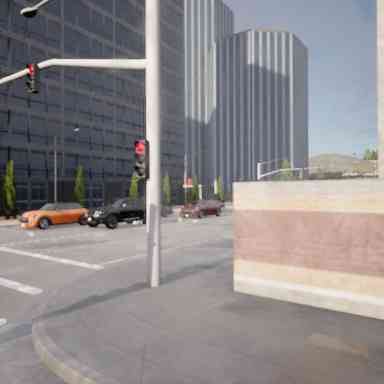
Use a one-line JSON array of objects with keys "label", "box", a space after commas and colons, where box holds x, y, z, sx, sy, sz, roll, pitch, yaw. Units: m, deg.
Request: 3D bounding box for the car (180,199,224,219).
[{"label": "car", "box": [0.843, 1.508, 31.293, 2.097, 1.767, 4.553, 0, 0, 36]}]

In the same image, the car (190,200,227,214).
[{"label": "car", "box": [2.008, 1.681, 38.902, 1.837, 1.490, 4.892, 0, 0, 36]}]

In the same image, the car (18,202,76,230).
[{"label": "car", "box": [-9.438, 1.530, 22.973, 2.097, 1.767, 4.553, 0, 0, 36]}]

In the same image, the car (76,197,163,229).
[{"label": "car", "box": [-4.883, 1.378, 23.322, 2.150, 2.045, 5.566, 0, 0, 36]}]

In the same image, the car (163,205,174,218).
[{"label": "car", "box": [-3.914, 1.724, 30.670, 2.033, 1.411, 5.357, 0, 0, 36]}]
